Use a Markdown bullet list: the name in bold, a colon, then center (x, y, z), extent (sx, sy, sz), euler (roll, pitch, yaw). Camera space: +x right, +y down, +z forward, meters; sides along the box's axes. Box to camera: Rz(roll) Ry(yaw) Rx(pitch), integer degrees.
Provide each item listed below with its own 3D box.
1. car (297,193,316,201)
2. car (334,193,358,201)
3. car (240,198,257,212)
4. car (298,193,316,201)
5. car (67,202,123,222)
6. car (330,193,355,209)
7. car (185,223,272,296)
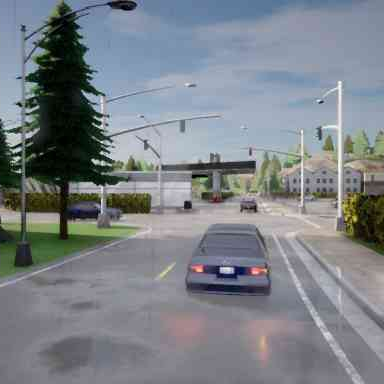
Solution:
- **car**: center (26.159, 1.361, 76.070), extent (3.806, 1.475, 1.970), euler (0, 0, 10)
- **car**: center (34.514, 1.097, 74.628), extent (4.605, 1.855, 1.932), euler (0, 0, 10)
- **car**: center (6.695, 1.491, 39.377), extent (2.128, 1.511, 4.902), euler (0, 0, 10)
- **car**: center (27.340, 1.077, 79.237), extent (3.866, 1.878, 1.905), euler (0, 0, 10)
- **car**: center (-7.680, 1.526, 25.774), extent (4.674, 1.442, 1.812), euler (0, 0, 10)
- **car**: center (20.231, 1.330, 42.329), extent (5.027, 1.636, 2.152), euler (0, 0, 10)
- **car**: center (1.085, 1.547, 8.845), extent (2.033, 1.411, 5.357), euler (0, 0, 10)
